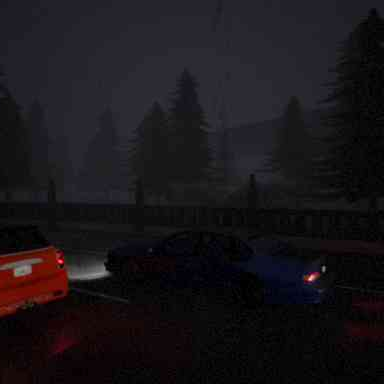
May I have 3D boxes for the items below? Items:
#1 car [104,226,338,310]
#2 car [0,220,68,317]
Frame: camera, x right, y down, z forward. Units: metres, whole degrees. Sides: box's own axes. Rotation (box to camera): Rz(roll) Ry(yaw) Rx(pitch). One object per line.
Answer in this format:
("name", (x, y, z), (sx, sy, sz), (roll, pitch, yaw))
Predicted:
("car", (0.417, 1.526, 7.729), (5.357, 1.411, 2.033), (0, 0, 33))
("car", (-4.647, 1.334, 6.660), (4.553, 1.767, 2.097), (0, 0, 31))
